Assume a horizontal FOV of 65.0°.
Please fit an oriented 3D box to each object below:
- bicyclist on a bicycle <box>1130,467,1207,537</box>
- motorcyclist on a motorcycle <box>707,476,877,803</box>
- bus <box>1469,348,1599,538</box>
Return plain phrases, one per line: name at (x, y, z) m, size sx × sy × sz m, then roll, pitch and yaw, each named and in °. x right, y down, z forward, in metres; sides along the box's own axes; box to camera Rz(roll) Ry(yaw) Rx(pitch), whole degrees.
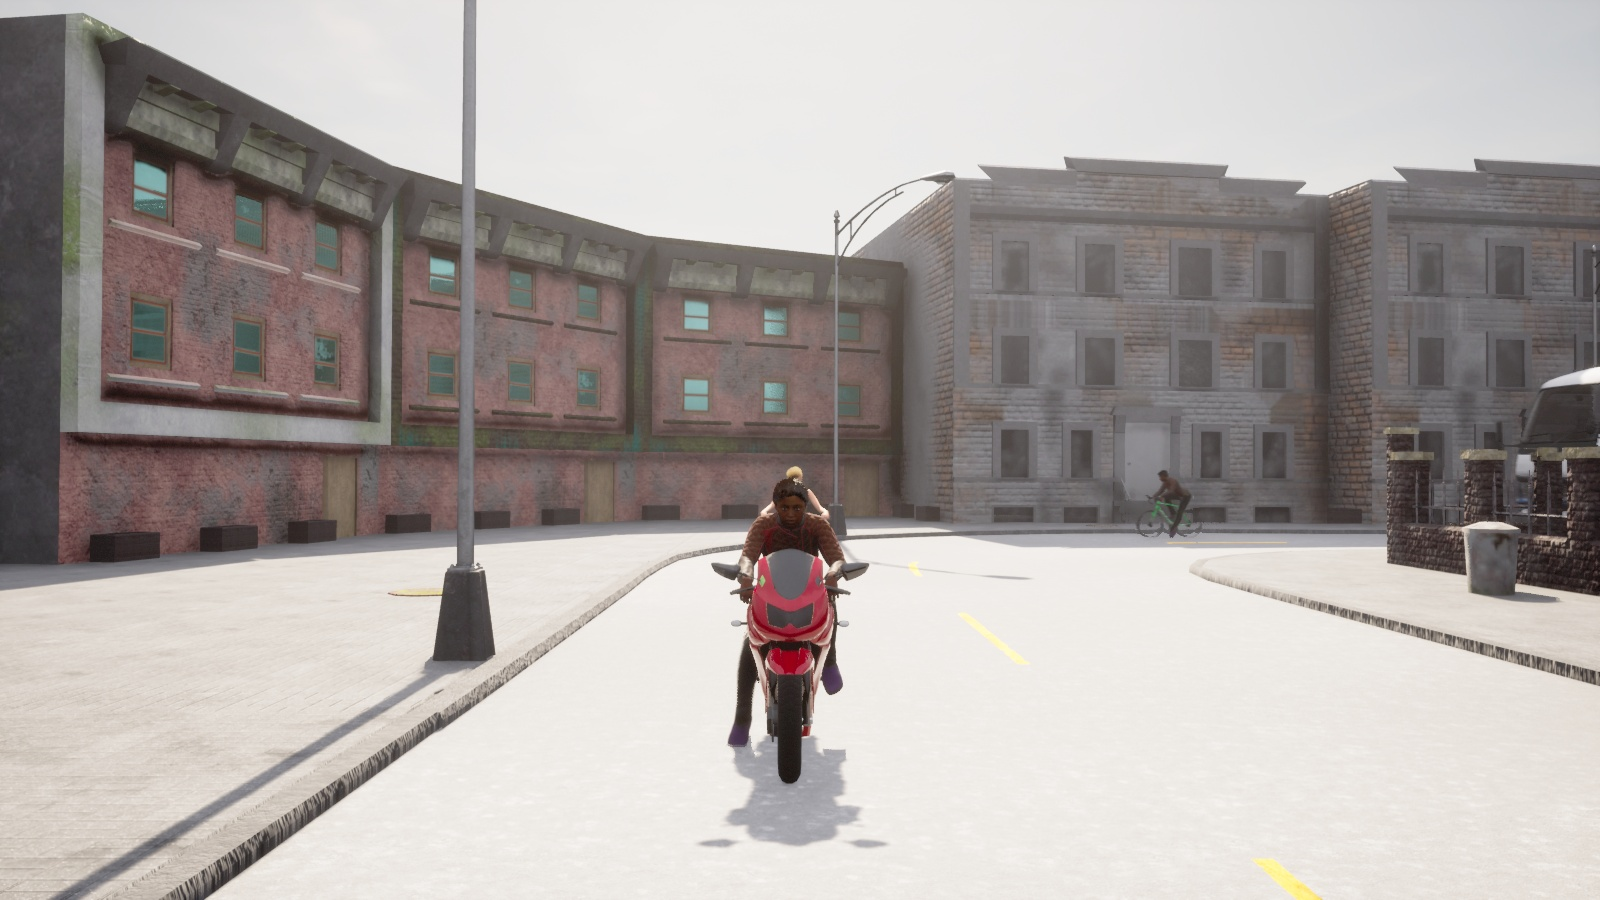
bicyclist on a bicycle at (8.752, 1.234, 29.853) m, size 1.656 × 1.620 × 0.582 m, roll 0°, pitch 0°, yaw -9°
motorcyclist on a motorcycle at (-0.047, 0.913, 6.944) m, size 0.797 × 1.523 × 2.044 m, roll 0°, pitch -1°, yaw 0°
bus at (22.330, -0.145, 30.238) m, size 10.273 × 4.253 × 3.944 m, roll 0°, pitch -1°, yaw 0°
